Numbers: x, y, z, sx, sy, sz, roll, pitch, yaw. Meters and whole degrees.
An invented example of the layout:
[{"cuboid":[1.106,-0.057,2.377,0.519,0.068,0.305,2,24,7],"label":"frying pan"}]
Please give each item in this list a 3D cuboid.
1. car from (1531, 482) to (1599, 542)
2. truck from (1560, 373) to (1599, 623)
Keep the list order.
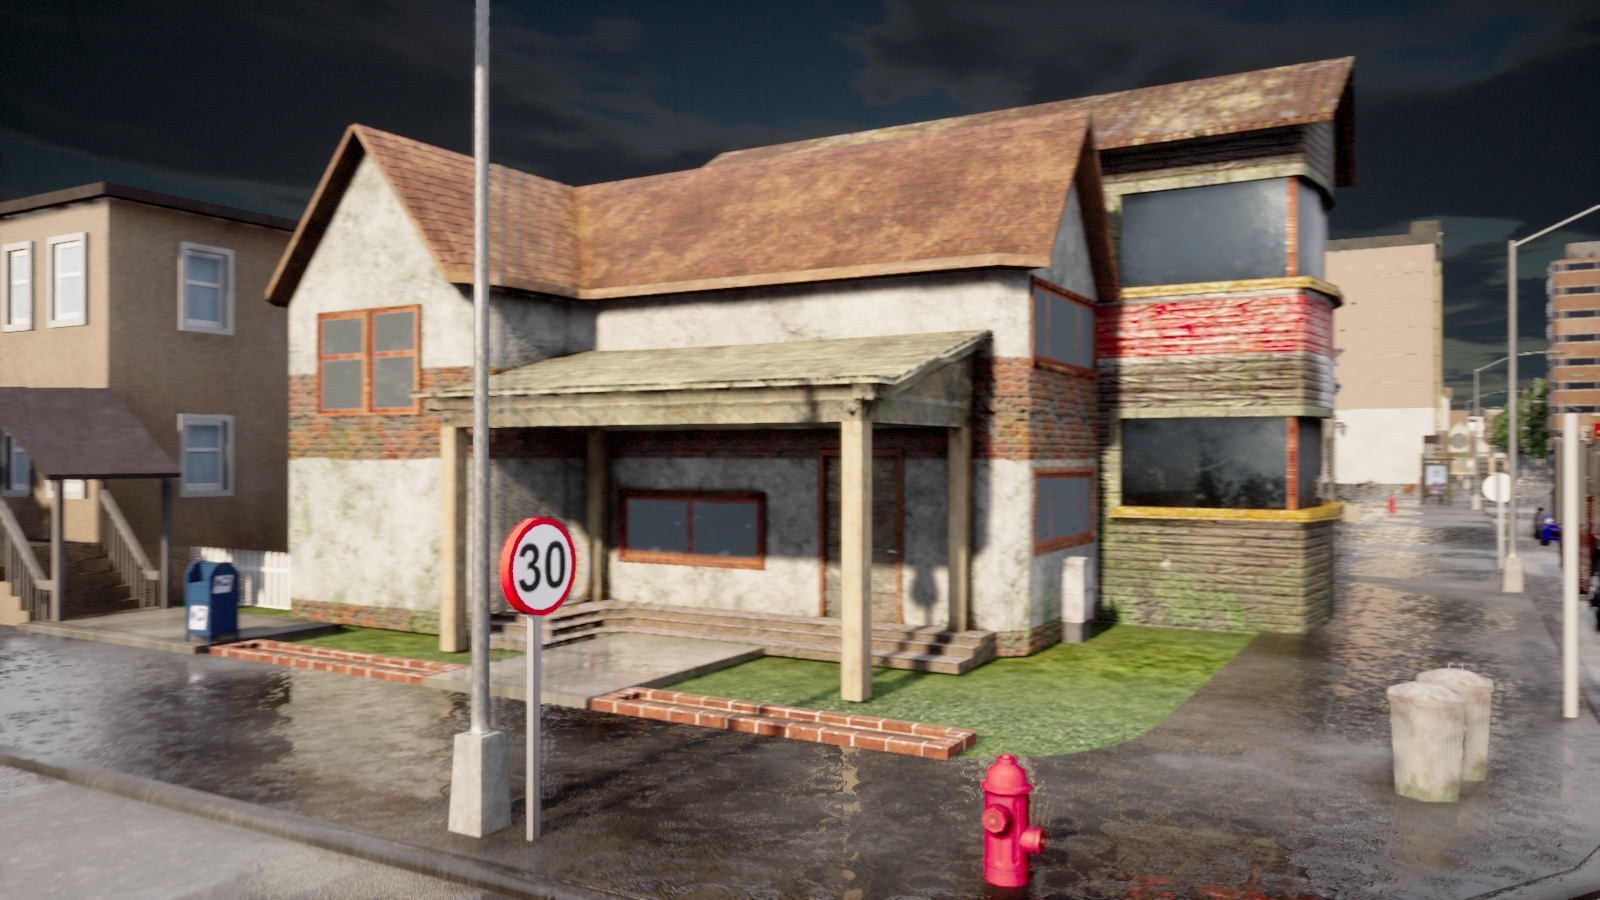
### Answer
[{"cuboid":[24.477,1.891,35.980,2.242,1.667,4.611,0,0,30],"label":"car"},{"cuboid":[15.221,0.753,19.770,2.891,3.827,8.468,0,0,30],"label":"truck"}]
